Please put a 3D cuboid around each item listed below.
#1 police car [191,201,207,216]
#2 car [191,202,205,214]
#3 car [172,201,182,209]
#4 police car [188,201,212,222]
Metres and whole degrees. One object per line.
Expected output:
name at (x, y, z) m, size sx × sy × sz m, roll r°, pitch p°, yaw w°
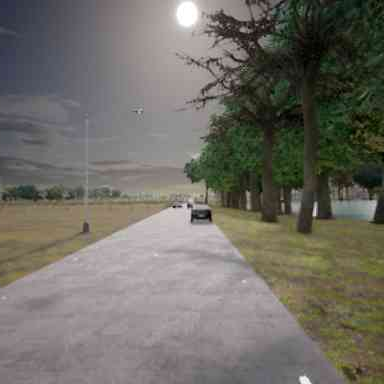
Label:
police car at (0.800, 1.987, 40.548) m, size 1.930 × 1.638 × 5.238 m, roll 0°, pitch -1°, yaw 0°
car at (0.796, 2.167, 46.436) m, size 1.837 × 1.490 × 4.892 m, roll 0°, pitch -1°, yaw 0°
car at (-2.806, 2.542, 64.556) m, size 2.033 × 1.411 × 5.357 m, roll 0°, pitch -1°, yaw 0°
police car at (0.806, 1.825, 30.549) m, size 1.930 × 1.638 × 5.238 m, roll 0°, pitch -1°, yaw 0°
